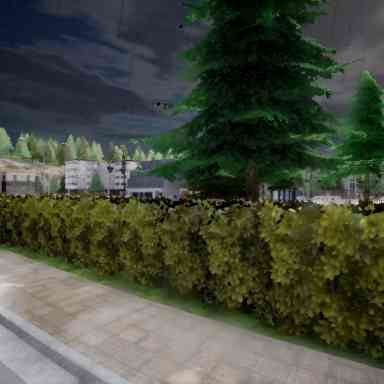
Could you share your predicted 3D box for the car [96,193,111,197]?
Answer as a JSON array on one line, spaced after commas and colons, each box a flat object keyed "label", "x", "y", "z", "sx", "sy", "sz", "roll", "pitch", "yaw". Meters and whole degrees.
[{"label": "car", "x": -16.710, "y": 1.097, "z": 68.913, "sx": 1.932, "sy": 1.855, "sz": 4.605, "roll": 0, "pitch": 0, "yaw": 43}]

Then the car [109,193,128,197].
[{"label": "car", "x": -10.572, "y": 1.384, "z": 52.698, "sx": 1.970, "sy": 1.475, "sz": 3.806, "roll": 0, "pitch": 0, "yaw": 43}]

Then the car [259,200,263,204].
[{"label": "car", "x": 9.648, "y": 1.352, "z": 44.189, "sx": 2.097, "sy": 1.767, "sz": 4.553, "roll": 0, "pitch": 0, "yaw": 43}]

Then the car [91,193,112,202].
[{"label": "car", "x": -19.104, "y": 1.077, "z": 70.610, "sx": 1.905, "sy": 1.878, "sz": 3.866, "roll": 0, "pitch": 0, "yaw": 43}]

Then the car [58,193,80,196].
[{"label": "car", "x": -28.396, "y": 1.154, "z": 79.405, "sx": 2.152, "sy": 1.636, "sz": 5.027, "roll": 0, "pitch": 0, "yaw": 43}]

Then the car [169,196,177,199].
[{"label": "car", "x": -3.307, "y": 1.374, "z": 56.039, "sx": 1.845, "sy": 1.501, "sz": 3.633, "roll": 0, "pitch": 0, "yaw": 43}]
